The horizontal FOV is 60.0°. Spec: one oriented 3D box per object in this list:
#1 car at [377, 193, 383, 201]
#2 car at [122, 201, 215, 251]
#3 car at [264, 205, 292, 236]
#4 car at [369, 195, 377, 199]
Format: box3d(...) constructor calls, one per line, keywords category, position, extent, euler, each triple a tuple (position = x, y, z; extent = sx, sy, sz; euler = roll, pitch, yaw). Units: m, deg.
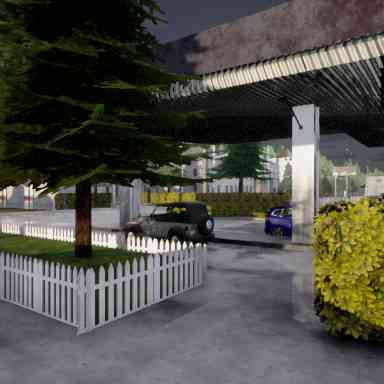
box3d(category="car", position=(25.808, 1.077, 43.496), extent=(1.905, 1.878, 3.866), euler=(0, 0, 35))
box3d(category="car", position=(-0.947, 1.313, 13.813), extent=(3.866, 1.878, 1.905), euler=(0, 0, 35))
box3d(category="car", position=(5.854, 1.480, 15.962), extent=(4.611, 1.667, 2.242), euler=(0, 0, 35))
box3d(category="car", position=(33.073, 1.298, 60.237), extent=(2.007, 1.523, 4.514), euler=(0, 0, 35))
